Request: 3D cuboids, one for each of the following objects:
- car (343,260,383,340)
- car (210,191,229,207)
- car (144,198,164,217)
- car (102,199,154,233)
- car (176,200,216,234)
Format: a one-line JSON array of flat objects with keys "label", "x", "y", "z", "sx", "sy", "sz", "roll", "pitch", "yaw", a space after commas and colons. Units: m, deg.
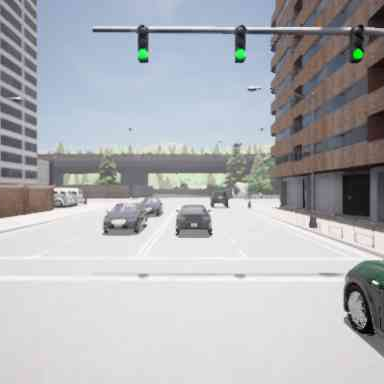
[{"label": "car", "x": 3.601, "y": 1.322, "z": 3.781, "sx": 2.097, "sy": 1.767, "sz": 4.553, "roll": 0, "pitch": 0, "yaw": 0}, {"label": "car", "x": 3.534, "y": 0.890, "z": 43.268, "sx": 2.150, "sy": 2.045, "sz": 5.566, "roll": 0, "pitch": 1, "yaw": 1}, {"label": "car", "x": -3.540, "y": 1.268, "z": 28.932, "sx": 2.128, "sy": 1.511, "sz": 4.902, "roll": 0, "pitch": 0, "yaw": 1}, {"label": "car", "x": -3.600, "y": 1.348, "z": 18.529, "sx": 2.128, "sy": 1.511, "sz": 4.902, "roll": 0, "pitch": 0, "yaw": -1}, {"label": "car", "x": 0.088, "y": 1.386, "z": 18.024, "sx": 1.812, "sy": 1.442, "sz": 4.674, "roll": 0, "pitch": 0, "yaw": 0}]
